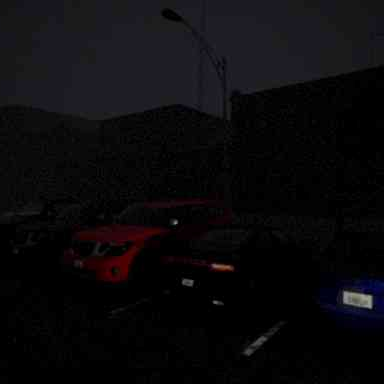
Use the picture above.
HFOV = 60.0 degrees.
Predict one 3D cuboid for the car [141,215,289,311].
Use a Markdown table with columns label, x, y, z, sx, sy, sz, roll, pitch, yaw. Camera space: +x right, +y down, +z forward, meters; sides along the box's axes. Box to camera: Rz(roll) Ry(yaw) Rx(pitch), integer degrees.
| label | x | y | z | sx | sy | sz | roll | pitch | yaw |
| --- | --- | --- | --- | --- | --- | --- | --- | --- | --- |
| car | 1.363 | 1.480 | 7.996 | 2.097 | 1.535 | 5.008 | 0 | 0 | 36 |

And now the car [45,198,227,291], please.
| label | x | y | z | sx | sy | sz | roll | pitch | yaw |
| --- | --- | --- | --- | --- | --- | --- | --- | --- | --- |
| car | -0.886 | 1.240 | 9.593 | 2.435 | 2.045 | 5.566 | 0 | 0 | 36 |

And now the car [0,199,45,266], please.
| label | x | y | z | sx | sy | sz | roll | pitch | yaw |
| --- | --- | --- | --- | --- | --- | --- | --- | --- | --- |
| car | -3.118 | 1.253 | 11.205 | 2.435 | 2.045 | 5.566 | -1 | 0 | 36 |

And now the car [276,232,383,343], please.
| label | x | y | z | sx | sy | sz | roll | pitch | yaw |
| --- | --- | --- | --- | --- | --- | --- | --- | --- | --- |
| car | 3.614 | 1.510 | 6.413 | 2.163 | 1.488 | 4.792 | 0 | 0 | 36 |
